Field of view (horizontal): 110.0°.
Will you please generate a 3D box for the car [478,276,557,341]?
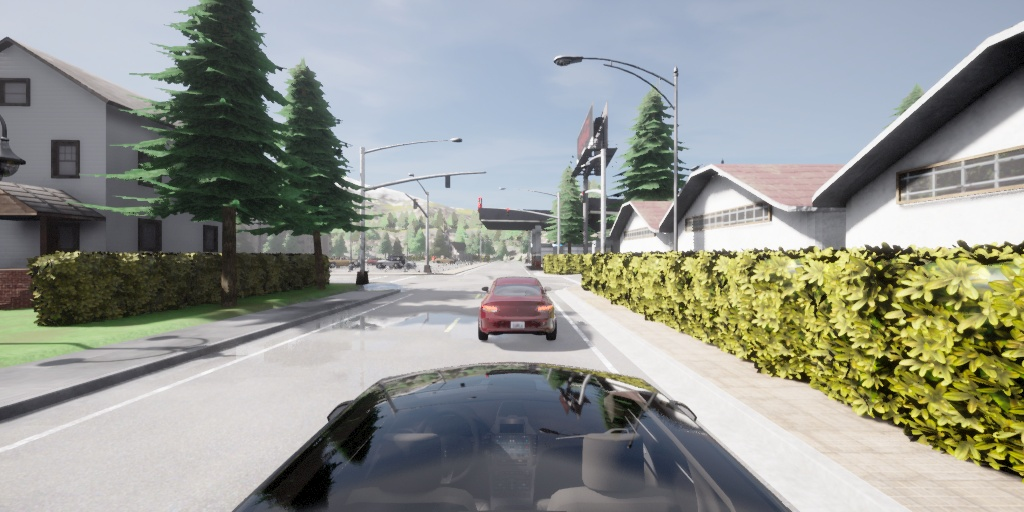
[{"bbox_3d":[0.127,1.276,9.791,1.812,1.442,4.674,0,0,0],"label":"car"}]
